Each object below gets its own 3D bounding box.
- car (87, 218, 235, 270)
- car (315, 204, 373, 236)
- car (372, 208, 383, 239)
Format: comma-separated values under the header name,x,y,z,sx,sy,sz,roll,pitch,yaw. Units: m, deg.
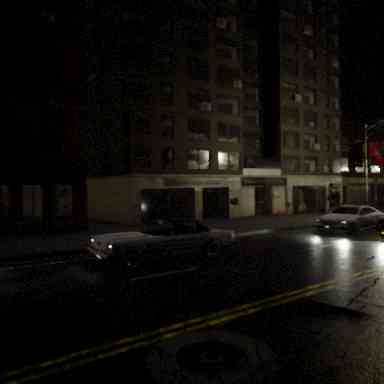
name,x,y,z,sx,sy,sz,roll,pitch,yaw
car,-0.924,1.564,11.008,4.718,1.301,1.895,0,0,-35
car,8.537,1.411,17.720,4.674,1.442,1.812,-1,0,-35
car,10.316,1.450,14.998,4.181,1.385,1.994,0,0,-35
